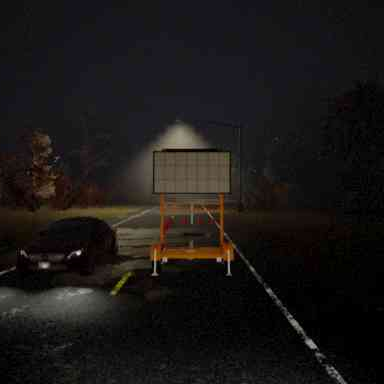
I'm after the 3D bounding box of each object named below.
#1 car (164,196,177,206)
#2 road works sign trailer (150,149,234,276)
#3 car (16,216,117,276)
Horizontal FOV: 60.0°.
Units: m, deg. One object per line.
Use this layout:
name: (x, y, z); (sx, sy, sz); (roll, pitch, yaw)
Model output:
car: (-3.584, 1.505, 54.324); (1.837, 1.490, 4.892); (0, 0, 0)
road works sign trailer: (0.000, 0.463, 10.349); (2.380, 3.560, 2.880); (0, 0, 0)
car: (-3.600, 1.524, 10.438); (1.812, 1.442, 4.674); (0, 0, 0)
